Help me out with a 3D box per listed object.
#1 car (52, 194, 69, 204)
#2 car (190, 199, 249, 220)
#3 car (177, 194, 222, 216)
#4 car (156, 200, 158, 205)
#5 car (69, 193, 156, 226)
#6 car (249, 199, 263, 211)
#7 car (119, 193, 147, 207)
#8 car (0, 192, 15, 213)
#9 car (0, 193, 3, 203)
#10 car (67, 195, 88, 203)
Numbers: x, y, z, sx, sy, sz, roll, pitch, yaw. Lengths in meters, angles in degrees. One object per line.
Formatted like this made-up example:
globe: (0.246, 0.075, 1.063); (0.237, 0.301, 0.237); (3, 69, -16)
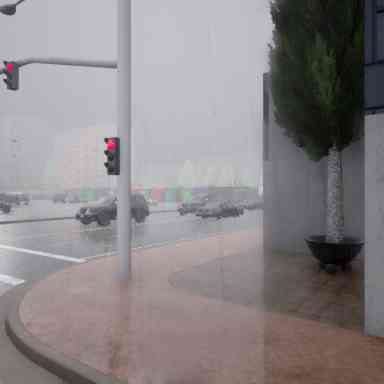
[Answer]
car: (-23.097, 1.153, 59.848); (4.605, 1.855, 1.932); (0, 0, 35)
car: (2.437, 1.547, 28.139); (2.033, 1.411, 5.357); (0, 0, 37)
car: (0.945, 1.221, 32.328); (2.150, 2.045, 5.566); (0, 0, 37)
car: (-7.119, 1.395, 52.067); (3.806, 1.475, 1.970); (0, 0, 35)
car: (-5.479, 1.221, 23.733); (2.150, 2.045, 5.566); (0, 0, 36)
car: (7.360, 1.547, 40.847); (2.033, 1.411, 5.357); (0, 0, 37)
car: (-8.805, 1.156, 49.713); (3.866, 1.878, 1.905); (0, 0, 35)
car: (-20.145, 1.156, 33.698); (3.866, 1.878, 1.905); (0, 0, 35)
car: (-38.588, 1.153, 64.051); (4.605, 1.855, 1.932); (0, 0, 35)
car: (-21.366, 1.364, 62.171); (3.905, 1.438, 1.784); (0, 0, 35)
